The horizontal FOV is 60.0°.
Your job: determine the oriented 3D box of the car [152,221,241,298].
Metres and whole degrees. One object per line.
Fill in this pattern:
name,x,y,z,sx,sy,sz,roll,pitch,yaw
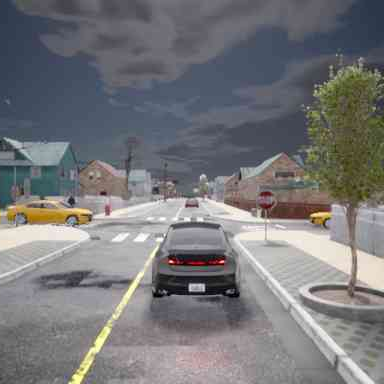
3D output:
car,0.081,1.507,8.513,1.837,1.490,4.892,0,0,0

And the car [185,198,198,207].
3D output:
car,-0.015,1.641,52.153,1.994,1.385,4.181,0,0,0

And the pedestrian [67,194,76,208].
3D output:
pedestrian,-9.687,1.038,26.608,0.375,1.860,0.375,0,-2,0

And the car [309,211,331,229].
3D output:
car,10.974,1.791,23.710,5.008,1.535,1.882,1,-1,-1

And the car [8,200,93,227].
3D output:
car,-8.737,1.300,20.746,5.008,1.535,1.882,1,-1,0
